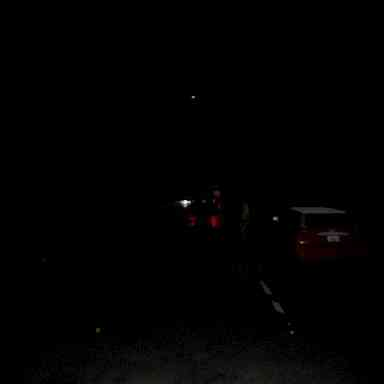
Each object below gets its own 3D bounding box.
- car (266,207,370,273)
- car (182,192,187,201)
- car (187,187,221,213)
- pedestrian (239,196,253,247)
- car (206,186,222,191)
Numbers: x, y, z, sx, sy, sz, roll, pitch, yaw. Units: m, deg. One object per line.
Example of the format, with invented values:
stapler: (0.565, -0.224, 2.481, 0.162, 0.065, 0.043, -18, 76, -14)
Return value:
car: (3.385, 1.162, 9.652, 1.970, 1.475, 3.806, 0, 1, 2)
car: (-0.131, 0.553, 46.907, 1.994, 1.385, 4.181, 0, 1, 7)
car: (1.068, 0.713, 27.276, 2.097, 1.767, 4.553, 0, 1, 5)
pedestrian: (1.921, 1.000, 11.729, 0.375, 1.860, 0.375, -2, 3, -13)
car: (2.719, 0.262, 44.114, 2.150, 2.045, 5.566, 0, 0, 6)
